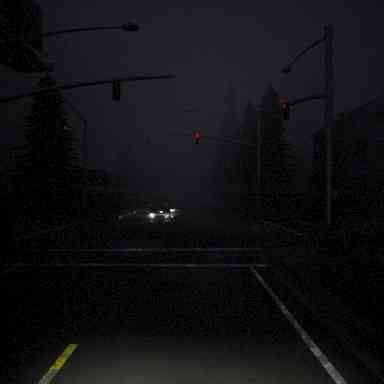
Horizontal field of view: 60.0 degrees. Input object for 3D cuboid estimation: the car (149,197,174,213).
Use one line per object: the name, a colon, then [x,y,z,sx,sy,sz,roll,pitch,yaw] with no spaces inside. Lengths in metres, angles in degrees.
car: [-3.527,1.351,37.573,2.097,1.767,4.553,0,0,0]
